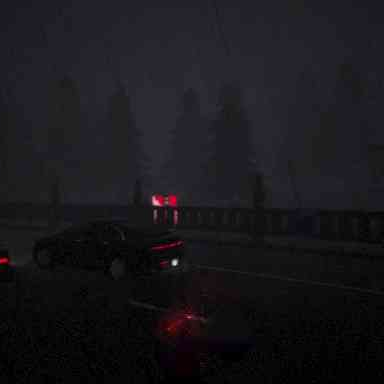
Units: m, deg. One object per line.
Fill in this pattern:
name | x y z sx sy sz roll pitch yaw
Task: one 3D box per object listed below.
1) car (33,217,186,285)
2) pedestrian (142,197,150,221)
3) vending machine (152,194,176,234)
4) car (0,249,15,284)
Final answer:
car | -2.489 1.488 9.463 4.892 1.490 1.837 0 0 31
pedestrian | -2.550 1.106 18.303 0.375 1.860 0.375 0 0 29
vending machine | -1.517 1.158 18.110 0.880 2.100 1.100 0 0 29
car | -6.506 1.540 7.842 5.357 1.411 2.033 0 0 30
